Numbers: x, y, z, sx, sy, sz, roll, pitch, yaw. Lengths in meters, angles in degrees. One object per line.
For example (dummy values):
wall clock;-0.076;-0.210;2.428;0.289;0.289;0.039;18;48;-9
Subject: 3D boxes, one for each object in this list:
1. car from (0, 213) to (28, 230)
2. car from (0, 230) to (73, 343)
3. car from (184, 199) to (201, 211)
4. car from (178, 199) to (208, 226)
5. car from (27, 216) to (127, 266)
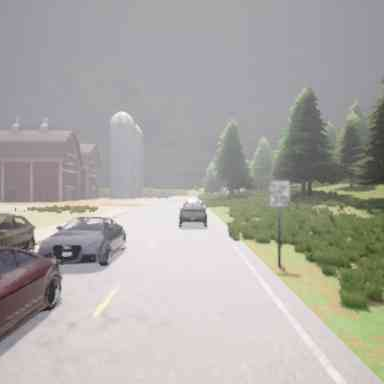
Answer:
car;-6.475;1.434;10.432;1.816;1.474;4.193;6;0;-2
car;-3.591;1.554;4.966;1.994;1.385;4.181;0;0;1
car;0.084;1.499;40.099;1.895;1.301;4.718;1;0;0
car;0.071;1.445;22.753;2.128;1.511;4.902;0;0;0
car;-3.503;1.540;11.319;1.994;1.385;4.181;0;0;0
